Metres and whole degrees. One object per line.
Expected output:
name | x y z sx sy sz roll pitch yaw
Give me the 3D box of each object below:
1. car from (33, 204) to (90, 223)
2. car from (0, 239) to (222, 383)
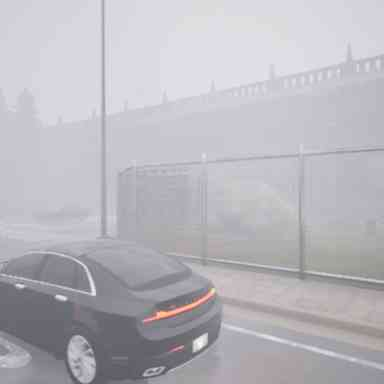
car | -10.687 1.720 27.516 1.812 1.442 4.674 0 0 36
car | -1.856 1.530 5.345 4.892 1.490 1.837 0 0 36
